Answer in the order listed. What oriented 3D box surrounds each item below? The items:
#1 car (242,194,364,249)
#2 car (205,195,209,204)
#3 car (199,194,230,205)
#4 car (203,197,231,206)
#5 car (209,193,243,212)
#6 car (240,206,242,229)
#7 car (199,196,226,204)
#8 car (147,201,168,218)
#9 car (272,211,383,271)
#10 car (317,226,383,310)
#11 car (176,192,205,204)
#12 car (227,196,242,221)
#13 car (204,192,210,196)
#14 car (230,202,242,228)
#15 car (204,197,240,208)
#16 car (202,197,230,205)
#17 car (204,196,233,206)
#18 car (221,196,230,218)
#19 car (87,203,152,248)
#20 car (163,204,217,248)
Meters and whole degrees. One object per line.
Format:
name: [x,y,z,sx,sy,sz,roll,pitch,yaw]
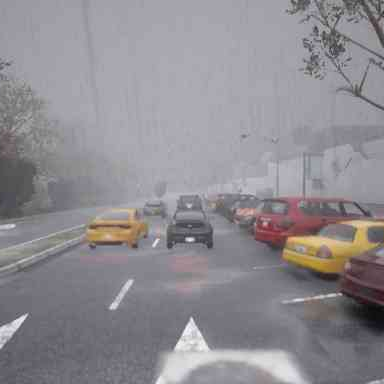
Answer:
car: [5.024,1.226,12.374,5.566,2.045,2.435,1,0,-21]
car: [4.559,1.535,39.298,5.366,1.575,1.946,1,0,-21]
car: [4.497,1.440,66.394,5.566,2.045,2.435,1,0,-21]
car: [4.529,1.721,60.370,4.674,1.452,2.002,1,0,-21]
car: [4.847,1.248,30.384,5.566,2.045,2.435,1,-1,-21]
car: [4.992,1.506,15.377,4.792,1.488,2.163,1,0,-21]
car: [4.268,1.684,69.320,5.366,1.575,1.946,1,0,-21]
car: [-3.243,1.508,29.659,2.128,1.511,4.902,0,0,-1]
car: [5.194,1.478,9.425,5.366,1.575,1.946,1,0,-21]
car: [5.037,1.520,6.356,4.674,1.452,2.002,1,0,-20]
car: [-0.244,1.271,29.718,2.150,2.045,5.566,0,0,-1]
car: [4.942,1.354,21.371,4.553,1.767,2.185,1,0,-21]
car: [4.682,1.310,42.352,5.566,2.045,2.435,1,0,-21]
car: [4.945,1.478,18.361,4.892,1.521,2.231,1,0,-21]
car: [4.608,1.627,51.370,5.008,1.535,2.097,1,-1,-21]
car: [4.523,1.716,63.395,4.792,1.488,2.163,1,0,-21]
car: [4.588,1.539,57.382,4.553,1.767,2.185,1,0,-21]
car: [4.850,1.357,24.356,4.553,1.767,2.185,1,0,-21]
car: [-3.097,1.476,14.652,1.882,1.535,5.008,0,0,-1]
car: [-0.097,1.507,14.681,1.837,1.490,4.892,0,0,-1]
